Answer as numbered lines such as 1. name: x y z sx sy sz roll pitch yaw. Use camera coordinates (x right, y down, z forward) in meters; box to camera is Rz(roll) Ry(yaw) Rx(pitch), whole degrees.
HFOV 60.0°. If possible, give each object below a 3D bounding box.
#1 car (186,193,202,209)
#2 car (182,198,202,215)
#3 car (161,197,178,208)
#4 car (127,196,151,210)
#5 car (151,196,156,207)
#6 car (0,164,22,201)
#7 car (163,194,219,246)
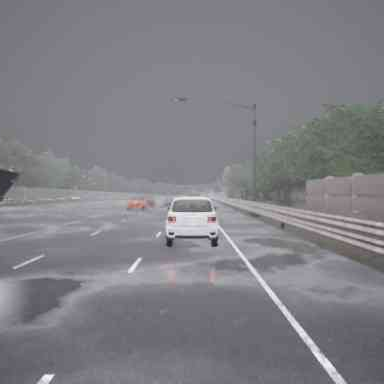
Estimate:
1. car: 0.275 1.237 46.367 2.150 2.045 5.566 0 0 0
2. car: 0.012 1.474 34.846 1.882 1.535 5.008 0 0 0
3. car: -3.442 1.591 51.786 2.033 1.411 5.357 0 0 1
4. car: -6.988 1.394 42.937 2.097 1.767 4.553 0 0 0
5. car: -6.940 1.414 51.888 2.097 1.767 4.553 0 0 1
6. car: -15.981 -0.740 27.368 5.357 1.411 2.033 -35 -33 32
7. car: 0.005 1.218 15.412 2.150 2.045 5.566 0 0 0
